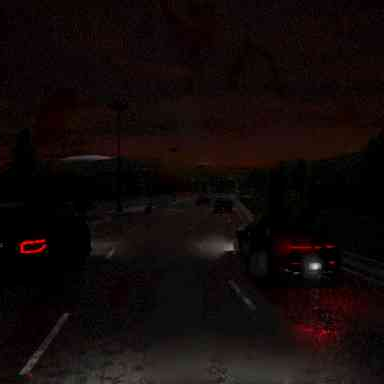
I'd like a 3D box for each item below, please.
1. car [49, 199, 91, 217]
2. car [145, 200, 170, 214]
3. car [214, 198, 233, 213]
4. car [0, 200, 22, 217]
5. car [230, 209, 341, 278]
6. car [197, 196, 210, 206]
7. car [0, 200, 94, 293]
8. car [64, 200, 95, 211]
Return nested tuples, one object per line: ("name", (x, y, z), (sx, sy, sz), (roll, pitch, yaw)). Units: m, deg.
("car", (-12.213, 1.575, 33.622), (1.882, 1.535, 5.008), (-1, 0, 7))
("car", (-3.654, 1.573, 35.713), (1.994, 1.385, 4.181), (-1, 0, 6))
("car", (3.452, 1.427, 36.399), (2.128, 1.511, 4.902), (-1, 0, 6))
("car", (-19.353, 1.649, 32.950), (1.882, 1.535, 5.008), (-1, 0, 7))
("car", (2.610, 1.470, 10.113), (1.837, 1.490, 4.892), (-1, 0, -6))
("car", (1.862, 1.416, 53.557), (1.882, 1.535, 5.008), (-1, 0, 7))
("car", (-4.242, 1.258, 8.940), (2.150, 2.045, 5.566), (-1, 0, -7))
("car", (-14.590, 1.715, 43.376), (1.895, 1.301, 4.718), (-1, 0, 7))
